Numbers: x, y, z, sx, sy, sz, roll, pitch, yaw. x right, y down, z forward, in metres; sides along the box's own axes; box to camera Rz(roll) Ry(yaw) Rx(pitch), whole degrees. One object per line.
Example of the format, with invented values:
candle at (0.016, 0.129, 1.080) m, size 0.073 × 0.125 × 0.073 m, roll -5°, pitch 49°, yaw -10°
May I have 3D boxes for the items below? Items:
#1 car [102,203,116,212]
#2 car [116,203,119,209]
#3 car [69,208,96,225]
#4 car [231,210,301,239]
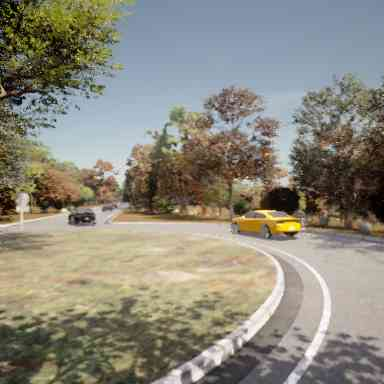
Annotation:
car at (-16.018, 3.099, 63.451) m, size 1.837 × 1.490 × 4.892 m, roll -1°, pitch -1°, yaw -9°
car at (-18.527, 3.284, 78.736) m, size 1.837 × 1.490 × 4.892 m, roll -1°, pitch -1°, yaw -9°
car at (-10.670, 2.332, 32.331) m, size 1.882 × 1.535 × 5.008 m, roll -2°, pitch -1°, yaw -28°
car at (4.268, 1.844, 20.070) m, size 1.882 × 1.535 × 5.008 m, roll 1°, pitch -2°, yaw -26°
